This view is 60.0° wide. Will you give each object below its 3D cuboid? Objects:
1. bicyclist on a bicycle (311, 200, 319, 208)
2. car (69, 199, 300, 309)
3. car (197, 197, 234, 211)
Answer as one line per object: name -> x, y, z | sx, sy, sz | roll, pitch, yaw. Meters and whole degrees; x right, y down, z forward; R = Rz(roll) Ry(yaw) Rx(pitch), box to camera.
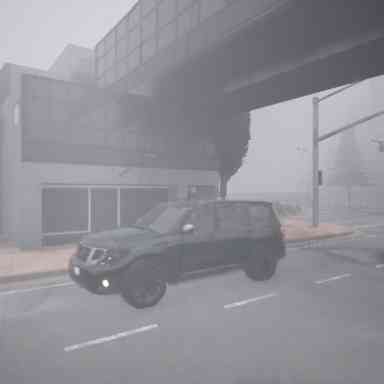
bicyclist on a bicycle -> 15.798, 1.300, 42.754 | 1.656, 1.620, 0.582 | 0, 0, -36
car -> -0.047, 1.221, 8.257 | 5.566, 2.045, 2.150 | 0, 0, -35
car -> 2.834, 1.477, 41.980 | 1.882, 1.535, 5.008 | 0, 0, -36
